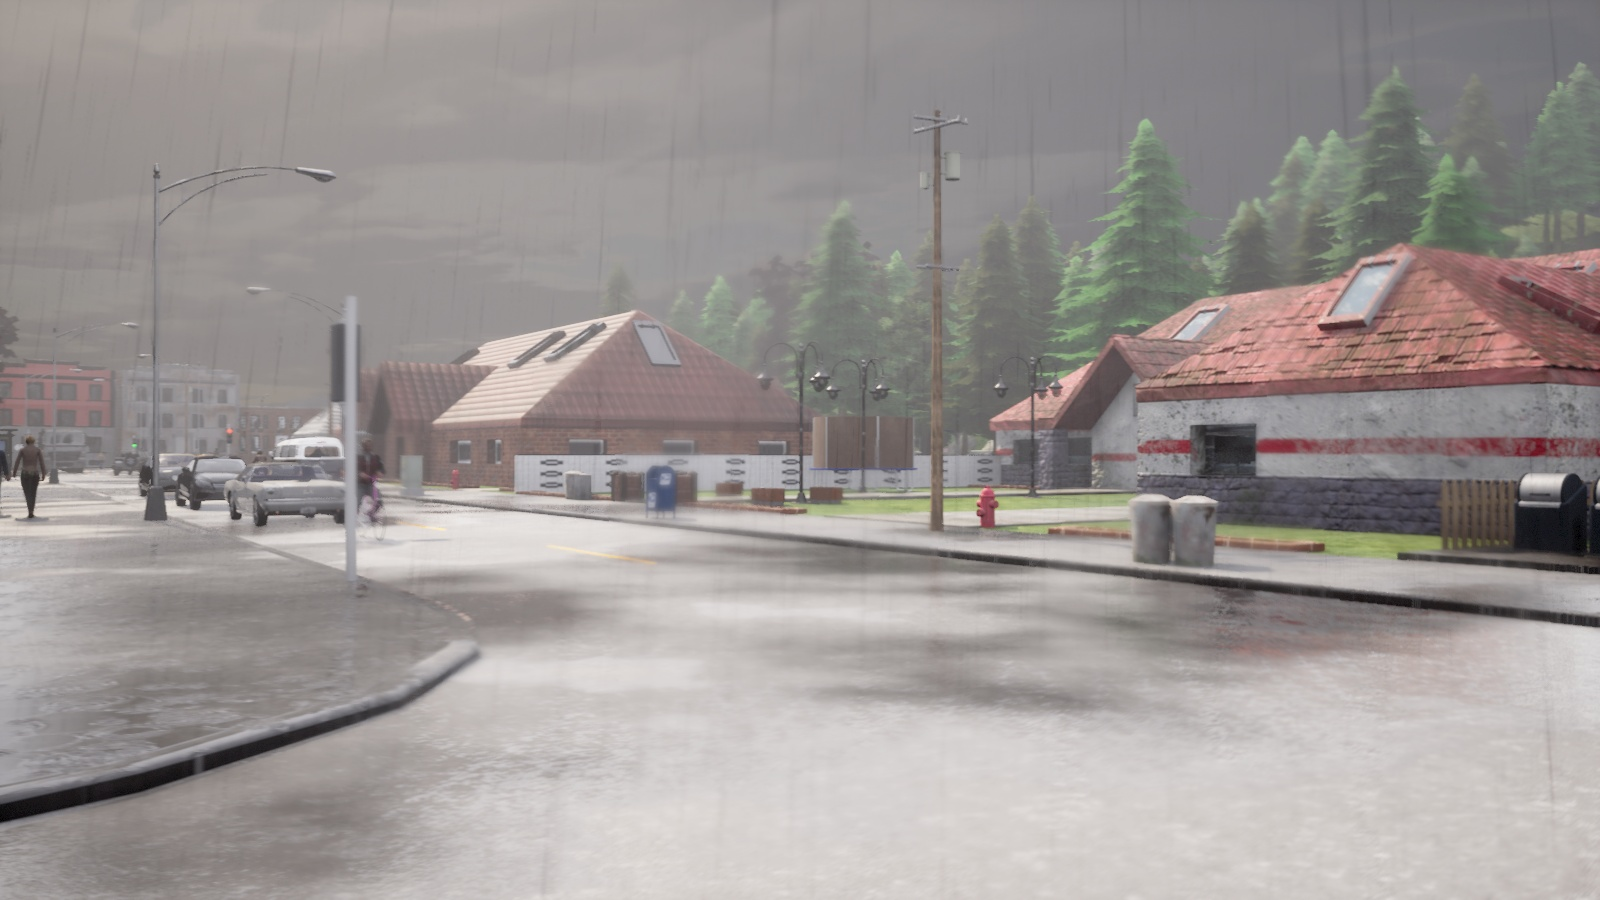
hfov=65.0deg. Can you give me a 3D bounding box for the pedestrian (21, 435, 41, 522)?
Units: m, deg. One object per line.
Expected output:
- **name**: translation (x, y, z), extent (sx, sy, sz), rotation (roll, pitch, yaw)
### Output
- **pedestrian**: translation (-16.554, 0.609, 27.026), extent (0.331, 1.846, 0.634), rotation (0, 0, -34)

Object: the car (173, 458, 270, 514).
- **car**: translation (-16.320, 0.955, 35.293), extent (1.812, 1.442, 4.674), rotation (0, 0, -33)

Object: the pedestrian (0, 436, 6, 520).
- **pedestrian**: translation (-17.874, 0.616, 27.885), extent (0.402, 1.842, 0.726), rotation (0, 0, -34)

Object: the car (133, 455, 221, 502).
- **car**: translation (-21.399, 0.931, 43.056), extent (2.128, 1.511, 4.902), rotation (0, 0, -33)

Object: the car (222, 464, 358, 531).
- **car**: translation (-11.316, 0.985, 27.647), extent (1.895, 1.301, 4.718), rotation (0, 0, -33)

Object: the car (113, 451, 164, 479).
- **car**: translation (-45.474, 1.029, 86.411), extent (1.932, 1.855, 4.605), rotation (1, 0, -13)

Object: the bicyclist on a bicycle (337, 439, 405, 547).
- **bicyclist on a bicycle**: translation (-7.416, 0.721, 21.670), extent (0.659, 1.776, 1.843), rotation (0, 0, -33)

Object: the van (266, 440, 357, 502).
- **van**: translation (-17.062, 0.687, 43.734), extent (2.069, 2.038, 4.480), rotation (0, 0, -33)
